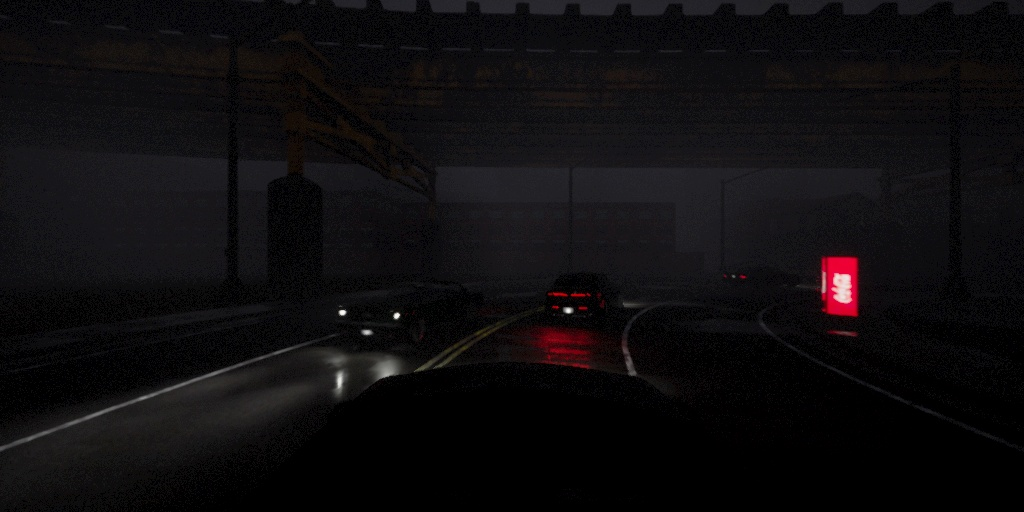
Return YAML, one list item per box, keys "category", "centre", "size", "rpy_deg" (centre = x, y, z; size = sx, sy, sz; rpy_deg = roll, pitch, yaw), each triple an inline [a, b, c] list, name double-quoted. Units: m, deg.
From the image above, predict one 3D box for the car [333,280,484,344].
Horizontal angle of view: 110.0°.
- category: "car"
  centre: [-2.482, 1.359, 9.904]
  size: [1.895, 1.301, 4.718]
  rpy_deg: [0, 0, 18]

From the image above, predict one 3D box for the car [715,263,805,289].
- category: "car"
  centre: [16.603, 1.366, 23.822]
  size: [5.357, 1.411, 2.033]
  rpy_deg: [0, 0, -18]

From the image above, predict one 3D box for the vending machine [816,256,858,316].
- category: "vending machine"
  centre: [10.948, 0.984, 11.926]
  size: [1.100, 2.100, 0.880]
  rpy_deg: [0, 0, 42]

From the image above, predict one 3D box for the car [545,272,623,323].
- category: "car"
  centre: [2.584, 1.278, 12.357]
  size: [1.837, 1.490, 4.892]
  rpy_deg: [-1, 0, 24]
